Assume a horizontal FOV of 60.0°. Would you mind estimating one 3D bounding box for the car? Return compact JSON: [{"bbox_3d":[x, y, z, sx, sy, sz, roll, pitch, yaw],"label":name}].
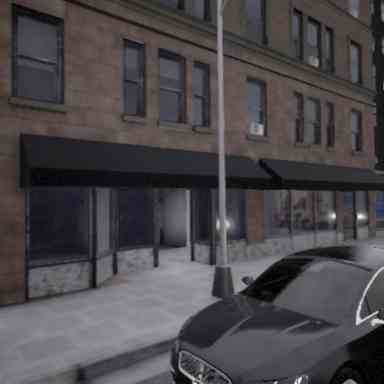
[{"bbox_3d":[1.986,1.578,4.556,4.892,1.490,1.837,0,-1,-37],"label":"car"}]
